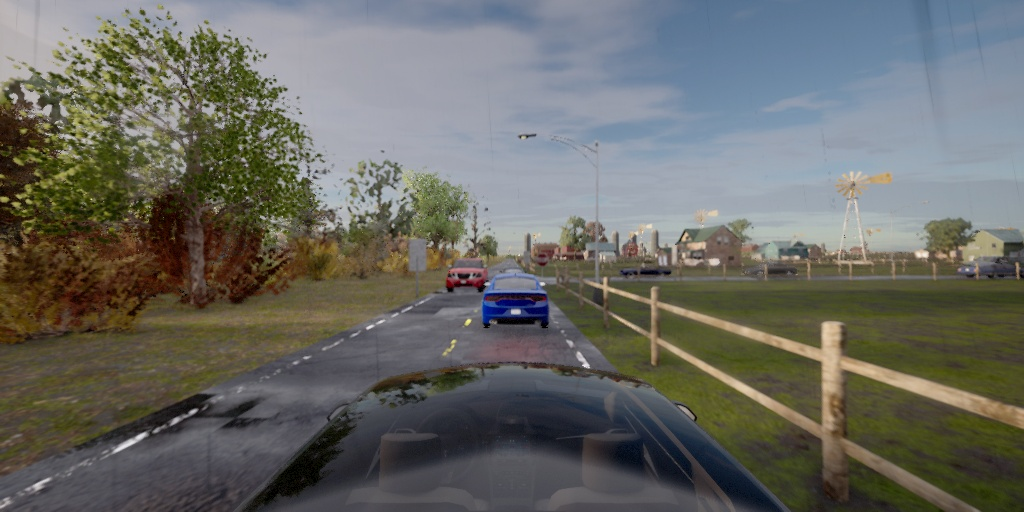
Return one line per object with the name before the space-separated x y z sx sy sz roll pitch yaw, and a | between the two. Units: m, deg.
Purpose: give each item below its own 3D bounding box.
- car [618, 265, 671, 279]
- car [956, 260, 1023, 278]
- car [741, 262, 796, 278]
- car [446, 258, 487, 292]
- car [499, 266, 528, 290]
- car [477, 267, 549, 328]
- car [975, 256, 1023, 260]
car | 13.055 1.559 35.553 4.718 1.301 1.895 0 -1 0
car | 44.608 1.325 33.168 5.357 1.411 2.033 0 -1 0
car | 25.505 1.409 35.735 4.892 1.490 1.837 -1 -1 -1
car | -2.754 1.138 23.055 2.150 2.045 5.566 0 0 0
car | 0.096 1.455 24.854 1.812 1.442 4.674 0 0 0
car | 0.100 1.307 11.825 1.882 1.535 5.008 0 0 0
car | 48.439 1.027 36.046 5.566 2.045 2.150 0 -1 -1
